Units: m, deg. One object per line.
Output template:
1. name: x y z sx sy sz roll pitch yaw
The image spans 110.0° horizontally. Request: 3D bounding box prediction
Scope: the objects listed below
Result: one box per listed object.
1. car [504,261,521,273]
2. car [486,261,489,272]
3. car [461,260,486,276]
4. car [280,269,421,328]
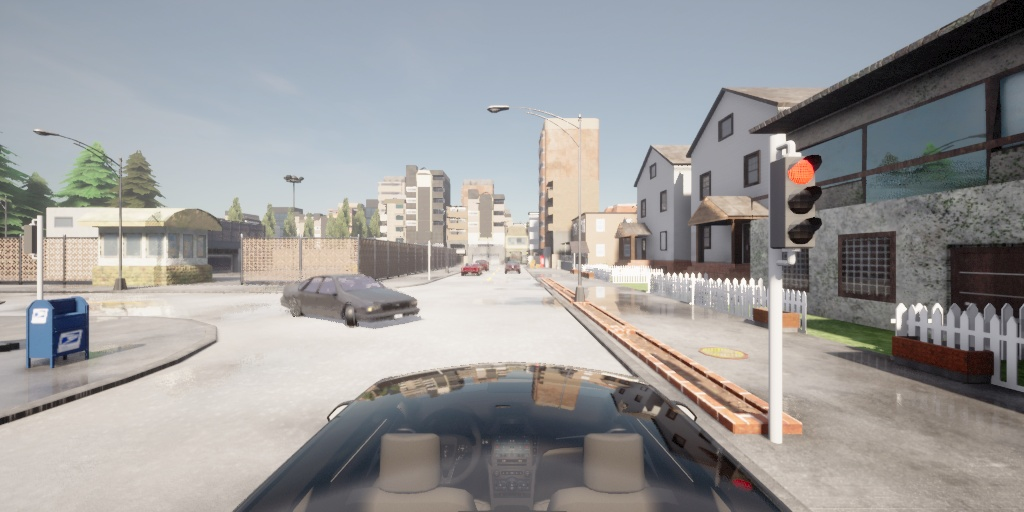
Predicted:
1. car: 0.074 1.297 43.212 2.033 1.411 5.357 0 0 0
2. car: -4.112 1.227 47.681 1.882 1.535 5.008 0 0 0
3. car: -4.121 1.351 37.175 1.895 1.301 4.718 0 0 0
4. car: -5.372 1.297 11.551 5.357 1.411 2.033 0 0 34
